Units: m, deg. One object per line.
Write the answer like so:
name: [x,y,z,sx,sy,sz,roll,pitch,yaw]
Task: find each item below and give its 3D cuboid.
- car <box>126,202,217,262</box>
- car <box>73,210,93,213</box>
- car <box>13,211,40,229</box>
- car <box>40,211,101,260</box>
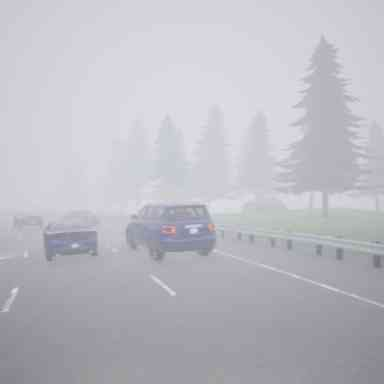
car: [-1.059,1.437,13.482,2.150,2.045,5.566,-1,-1,-25]
car: [-9.518,2.211,28.332,2.033,1.411,5.357,-1,-1,-36]
car: [-14.137,2.329,28.650,1.812,1.442,4.674,-1,-1,-37]
car: [-5.286,1.826,14.232,1.882,1.535,5.008,-1,0,-26]
